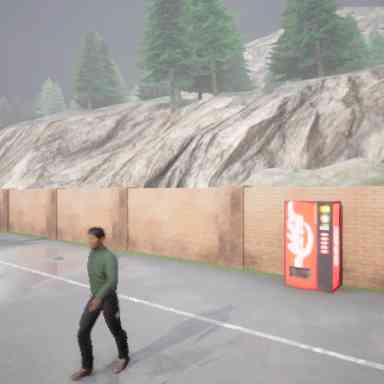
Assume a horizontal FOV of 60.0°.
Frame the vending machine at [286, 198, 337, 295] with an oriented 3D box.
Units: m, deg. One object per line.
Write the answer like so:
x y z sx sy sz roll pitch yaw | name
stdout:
2.878 1.195 7.955 0.880 2.100 1.100 0 0 36 | vending machine

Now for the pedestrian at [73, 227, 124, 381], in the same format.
-1.112 1.294 3.974 0.375 1.860 0.375 0 0 37 | pedestrian
